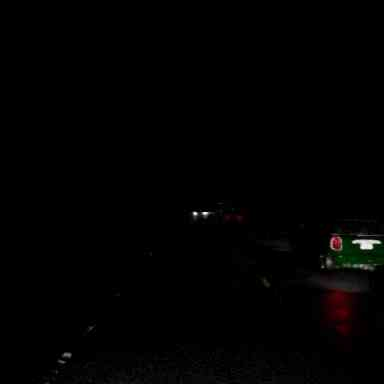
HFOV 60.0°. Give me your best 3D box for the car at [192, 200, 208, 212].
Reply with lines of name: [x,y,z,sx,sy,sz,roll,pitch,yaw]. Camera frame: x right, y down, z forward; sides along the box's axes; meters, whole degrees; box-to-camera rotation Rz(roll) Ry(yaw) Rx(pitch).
car: [1.048,1.784,42.840,2.033,1.411,5.357,1,0,1]

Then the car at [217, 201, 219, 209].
car: [4.754,1.853,50.763,1.837,1.490,4.892,1,0,1]

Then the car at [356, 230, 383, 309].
car: [4.618,1.636,5.149,1.812,1.442,4.674,1,0,1]

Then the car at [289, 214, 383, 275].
car: [4.776,1.493,11.119,2.097,1.767,4.553,1,0,1]

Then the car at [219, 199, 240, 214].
car: [4.524,1.757,38.972,1.882,1.535,5.008,1,-1,2]
